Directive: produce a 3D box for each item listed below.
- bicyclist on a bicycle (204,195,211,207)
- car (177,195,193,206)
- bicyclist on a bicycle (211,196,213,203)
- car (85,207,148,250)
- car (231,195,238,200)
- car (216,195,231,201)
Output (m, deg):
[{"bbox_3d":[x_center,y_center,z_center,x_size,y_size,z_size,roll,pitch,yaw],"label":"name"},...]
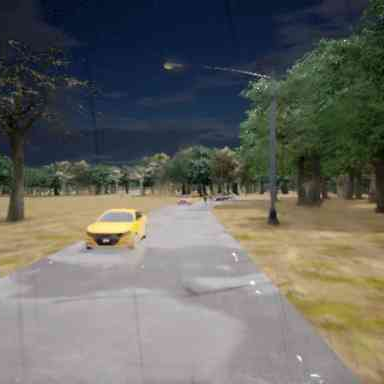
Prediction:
[{"bbox_3d":[2.023,1.324,49.144,0.659,1.776,1.843,0,0,7],"label":"bicyclist on a bicycle"},{"bbox_3d":[-1.080,1.283,54.986,2.097,1.767,4.553,0,0,9],"label":"car"},{"bbox_3d":[3.336,1.297,57.899,0.659,1.776,1.843,0,0,10],"label":"bicyclist on a bicycle"},{"bbox_3d":[-3.094,1.472,14.437,1.882,1.535,5.008,0,0,0],"label":"car"},{"bbox_3d":[10.663,1.325,87.307,1.895,1.301,4.718,0,1,22],"label":"car"},{"bbox_3d":[7.125,1.413,77.142,1.895,1.301,4.718,0,1,19],"label":"car"}]
